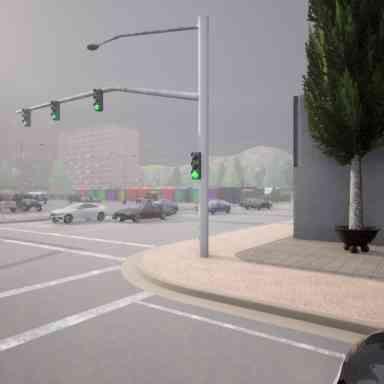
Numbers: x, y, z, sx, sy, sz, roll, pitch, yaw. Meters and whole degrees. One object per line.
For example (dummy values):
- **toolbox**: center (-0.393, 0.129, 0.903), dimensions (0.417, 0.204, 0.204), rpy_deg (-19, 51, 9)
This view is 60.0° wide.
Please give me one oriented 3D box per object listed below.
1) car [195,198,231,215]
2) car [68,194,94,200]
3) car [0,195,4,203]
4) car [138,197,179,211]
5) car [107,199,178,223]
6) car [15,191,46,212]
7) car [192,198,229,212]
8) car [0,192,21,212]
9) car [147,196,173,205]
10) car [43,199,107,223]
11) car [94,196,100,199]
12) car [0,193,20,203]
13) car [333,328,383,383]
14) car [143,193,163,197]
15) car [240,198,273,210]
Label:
- **car**: center (2.391, 1.526, 34.575), dimensions (1.812, 1.442, 4.674), rpy_deg (0, 0, 37)
- **car**: center (-21.292, 1.153, 62.635), dimensions (4.605, 1.855, 1.932), rpy_deg (0, 0, 35)
- **car**: center (-38.304, 1.364, 64.563), dimensions (3.905, 1.438, 1.784), rpy_deg (0, 0, 35)
- **car**: center (-3.205, 1.526, 32.917), dimensions (1.812, 1.442, 4.674), rpy_deg (0, 0, 37)
- **car**: center (-3.750, 1.547, 26.310), dimensions (2.033, 1.411, 5.357), rpy_deg (0, 0, 36)
- **car**: center (-18.250, 1.156, 36.495), dimensions (3.866, 1.878, 1.905), rpy_deg (0, 0, 35)
- **car**: center (2.269, 1.490, 40.279), dimensions (2.128, 1.511, 4.902), rpy_deg (0, 0, 37)
- **car**: center (-19.964, 1.153, 34.162), dimensions (4.605, 1.855, 1.932), rpy_deg (0, 0, 35)
- **car**: center (-5.287, 1.395, 54.909), dimensions (3.806, 1.475, 1.970), rpy_deg (0, 0, 35)
- **car**: center (-8.589, 1.526, 25.573), dimensions (1.812, 1.442, 4.674), rpy_deg (0, 0, 38)
- **car**: center (-19.569, 1.364, 64.964), dimensions (3.905, 1.438, 1.784), rpy_deg (0, 0, 35)
- **car**: center (-36.798, 1.153, 66.784), dimensions (4.605, 1.855, 1.932), rpy_deg (0, 0, 35)
- **car**: center (3.319, 1.492, 1.599), dimensions (4.902, 1.511, 2.128), rpy_deg (0, 0, 36)
- **car**: center (-6.965, 1.156, 52.549), dimensions (3.866, 1.878, 1.905), rpy_deg (0, 0, 35)
- **car**: center (8.684, 1.547, 43.017), dimensions (2.033, 1.411, 5.357), rpy_deg (0, 0, 37)
